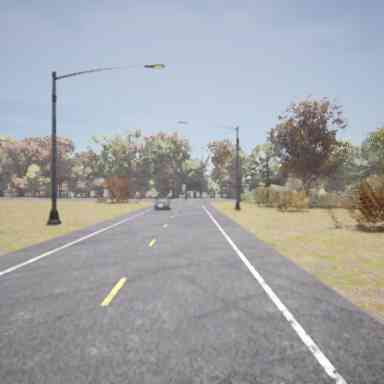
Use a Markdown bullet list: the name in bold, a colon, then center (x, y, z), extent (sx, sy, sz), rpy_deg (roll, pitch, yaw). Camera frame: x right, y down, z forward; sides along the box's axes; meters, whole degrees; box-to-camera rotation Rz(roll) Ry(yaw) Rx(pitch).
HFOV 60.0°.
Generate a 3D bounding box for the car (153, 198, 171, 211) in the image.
- **car**: center (-3.596, 1.465, 40.673), extent (2.128, 1.511, 4.902), rpy_deg (0, 0, 0)
